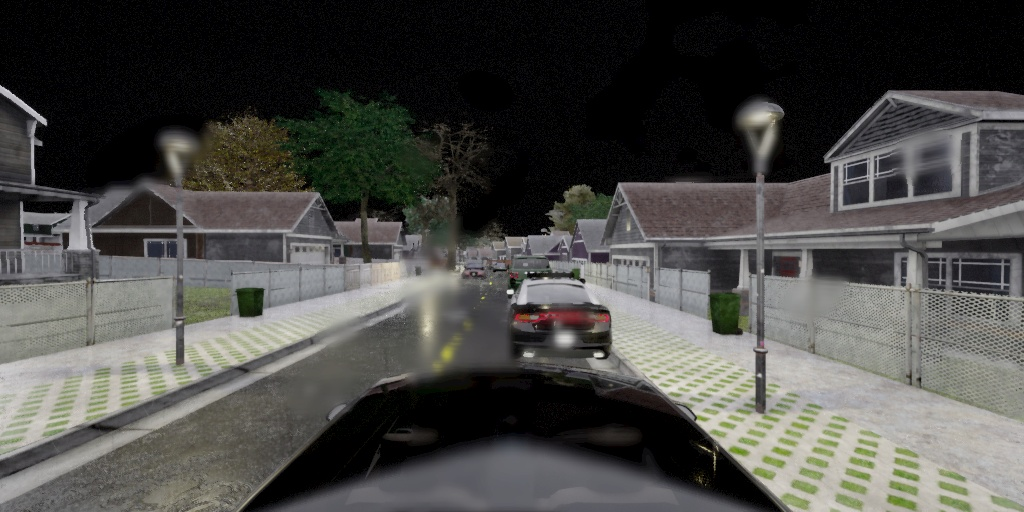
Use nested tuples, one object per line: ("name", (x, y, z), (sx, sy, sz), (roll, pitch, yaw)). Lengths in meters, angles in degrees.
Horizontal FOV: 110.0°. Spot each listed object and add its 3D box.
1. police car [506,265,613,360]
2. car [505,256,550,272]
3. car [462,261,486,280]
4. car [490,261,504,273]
("police car", (0.896, 1.180, 8.516), (1.930, 1.638, 5.238), (0, 0, 0))
("car", (0.841, 1.001, 18.490), (2.150, 2.045, 5.566), (0, 0, -1))
("car", (-3.362, 1.385, 32.419), (1.994, 1.385, 4.181), (0, 0, -3))
("car", (-1.522, 1.477, 47.483), (1.994, 1.385, 4.181), (0, 0, -4))
